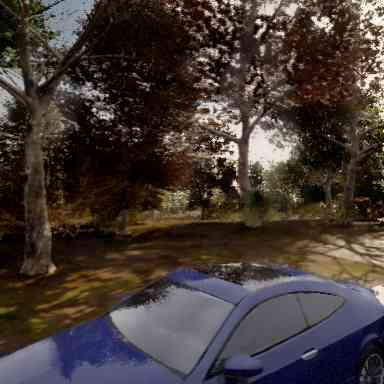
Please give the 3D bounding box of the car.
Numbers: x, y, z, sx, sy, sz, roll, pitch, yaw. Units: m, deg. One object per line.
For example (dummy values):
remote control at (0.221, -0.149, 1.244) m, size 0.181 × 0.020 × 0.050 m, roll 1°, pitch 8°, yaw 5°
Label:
car at (0.257, 1.533, 3.331) m, size 4.674 × 1.442 × 1.812 m, roll 0°, pitch 0°, yaw -36°
